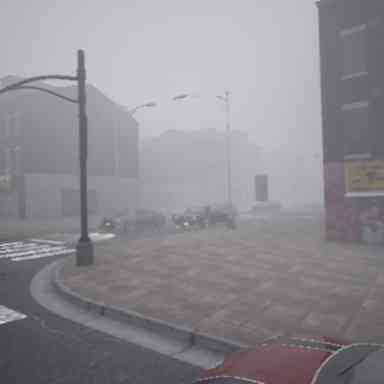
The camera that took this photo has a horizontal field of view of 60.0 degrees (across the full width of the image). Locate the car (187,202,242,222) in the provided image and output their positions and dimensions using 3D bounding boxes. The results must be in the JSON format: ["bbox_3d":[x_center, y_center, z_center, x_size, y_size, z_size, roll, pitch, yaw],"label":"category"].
[{"bbox_3d":[1.993,1.570,27.521,2.033,1.411,5.357,-2,-1,35],"label":"car"}]

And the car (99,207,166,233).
[{"bbox_3d":[-3.479,1.592,19.943,1.994,1.385,4.181,-2,-1,36],"label":"car"}]

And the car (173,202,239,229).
[{"bbox_3d":[0.931,1.533,20.929,1.895,1.301,4.718,-2,-1,35],"label":"car"}]

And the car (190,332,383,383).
[{"bbox_3d":[1.681,1.441,1.642,4.097,1.590,1.967,0,-2,36],"label":"car"}]

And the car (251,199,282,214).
[{"bbox_3d":[8.038,1.494,35.855,1.882,1.535,5.008,-2,-1,36],"label":"car"}]
